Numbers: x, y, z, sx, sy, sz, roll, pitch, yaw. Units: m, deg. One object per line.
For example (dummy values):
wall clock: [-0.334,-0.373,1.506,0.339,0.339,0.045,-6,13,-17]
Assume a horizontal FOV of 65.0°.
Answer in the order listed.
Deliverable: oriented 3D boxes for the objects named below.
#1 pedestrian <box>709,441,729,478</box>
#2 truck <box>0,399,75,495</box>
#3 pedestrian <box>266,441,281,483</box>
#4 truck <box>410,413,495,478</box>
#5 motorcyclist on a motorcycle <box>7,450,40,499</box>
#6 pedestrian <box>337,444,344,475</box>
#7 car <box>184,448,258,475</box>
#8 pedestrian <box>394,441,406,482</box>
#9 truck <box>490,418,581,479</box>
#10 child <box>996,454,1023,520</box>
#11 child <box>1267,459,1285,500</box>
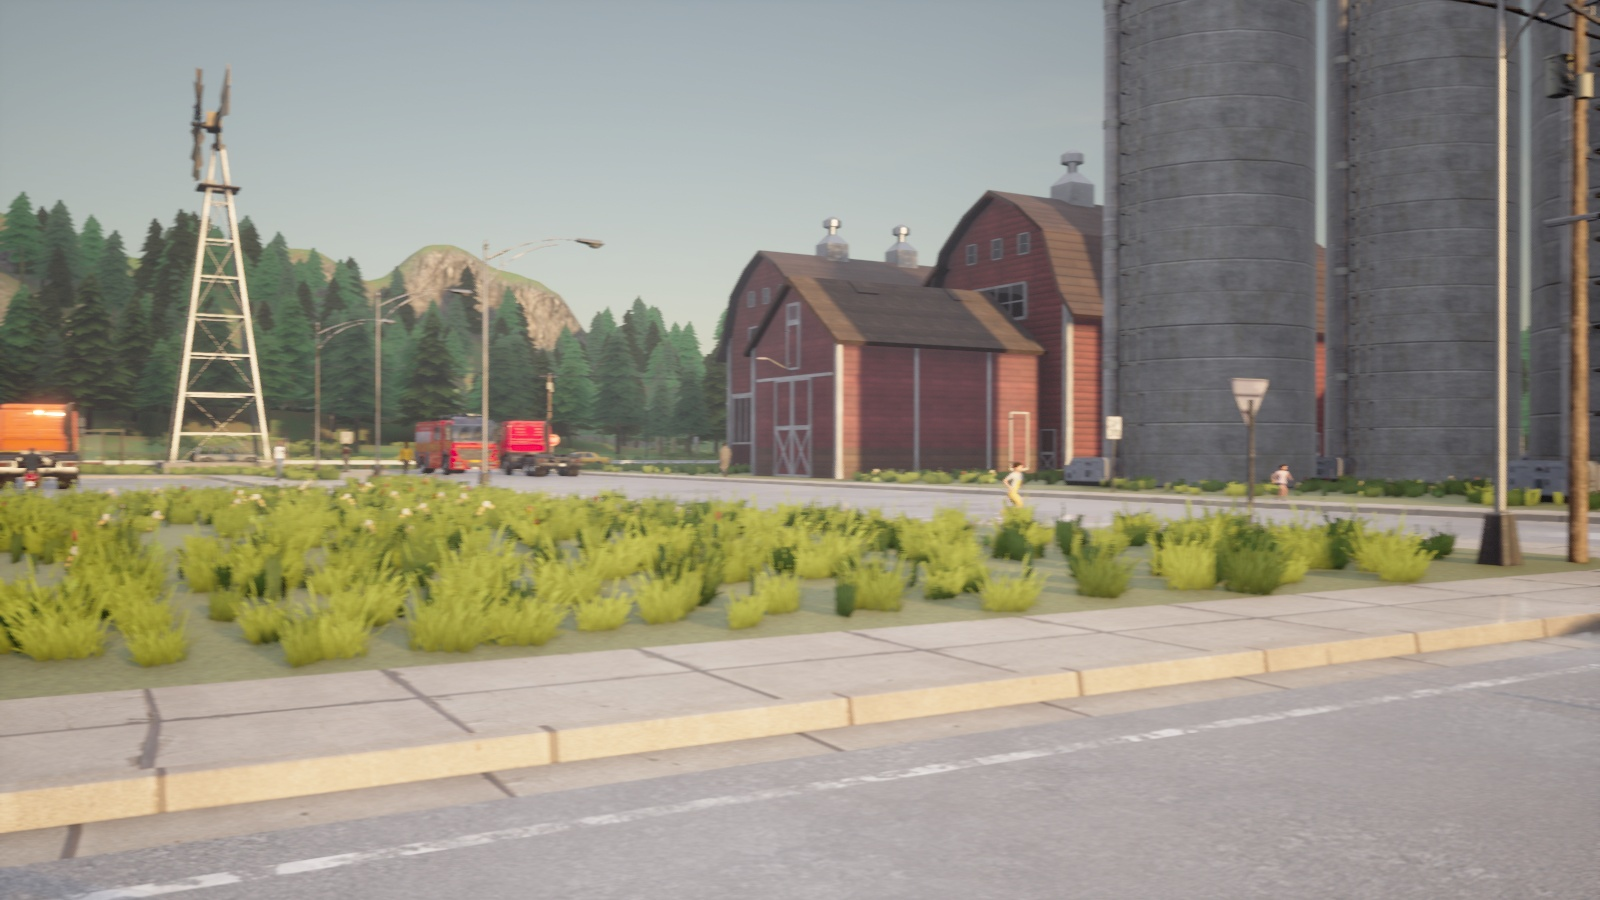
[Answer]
pedestrian: [-4.293,0.511,66.842,0.659,1.952,0.873,0,0,-40]
truck: [-30.129,-0.110,49.152,2.891,3.462,7.936,0,0,-31]
pedestrian: [-23.143,0.526,55.194,0.354,1.836,0.706,0,0,-43]
truck: [-21.966,-0.258,79.124,2.891,3.827,8.468,0,0,-32]
motorcyclist on a motorcycle: [-25.684,0.806,41.573,0.866,1.590,1.817,0,0,-30]
pedestrian: [-28.191,0.569,77.099,0.402,1.930,0.666,0,0,-20]
car: [-40.824,0.769,88.582,4.605,1.855,1.932,0,0,-30]
pedestrian: [-18.006,0.520,56.559,0.370,1.835,0.726,0,0,-30]
truck: [-16.130,-0.089,76.121,2.891,3.462,7.936,0,0,-31]
child: [4.044,0.712,24.238,0.437,1.263,0.270,0,0,29]
child: [13.199,0.815,34.789,0.255,1.110,0.394,0,0,-27]
